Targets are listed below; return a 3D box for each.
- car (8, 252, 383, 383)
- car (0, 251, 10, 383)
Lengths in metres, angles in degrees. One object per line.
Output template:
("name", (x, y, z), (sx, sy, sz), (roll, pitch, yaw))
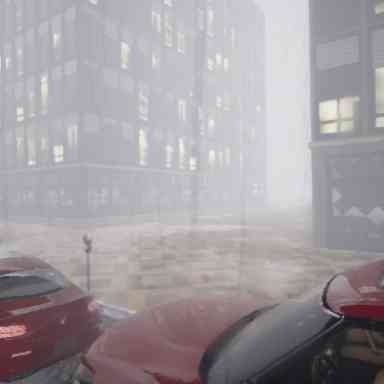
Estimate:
("car", (1.424, 1.316, 1.727), (5.009, 1.841, 2.192), (0, -1, 36))
("car", (-3.112, 1.564, 4.957), (4.206, 1.307, 1.802), (0, -1, 36))
